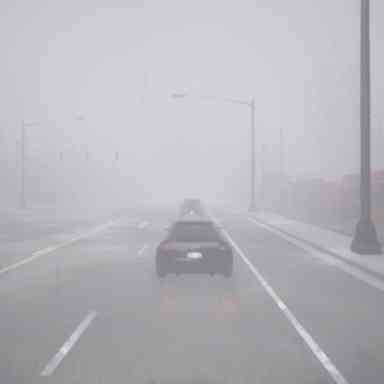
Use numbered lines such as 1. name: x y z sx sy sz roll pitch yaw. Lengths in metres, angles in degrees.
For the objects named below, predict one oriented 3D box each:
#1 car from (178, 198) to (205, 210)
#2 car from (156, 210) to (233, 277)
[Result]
1. car: -0.021 1.255 27.087 1.837 1.490 4.892 0 0 0
2. car: 0.056 1.470 9.956 1.994 1.385 4.181 0 1 0
